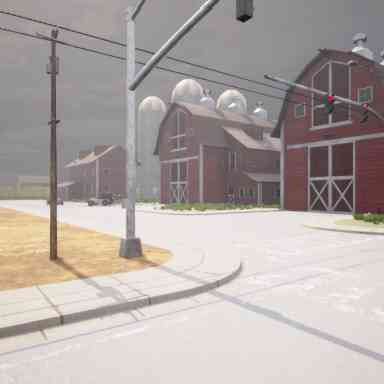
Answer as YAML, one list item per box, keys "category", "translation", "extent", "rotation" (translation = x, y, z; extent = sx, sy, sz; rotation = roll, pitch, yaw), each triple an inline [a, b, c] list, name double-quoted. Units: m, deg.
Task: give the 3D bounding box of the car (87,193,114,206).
- category: "car"
  translation: [-13.842, 1.118, 50.567]
  extent: [3.866, 1.878, 1.905]
  rotation: [-2, 5, 11]

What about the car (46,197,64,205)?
- category: "car"
  translation: [-23.312, 1.537, 56.553]
  extent: [1.994, 1.385, 4.181]
  rotation: [0, 0, -36]
